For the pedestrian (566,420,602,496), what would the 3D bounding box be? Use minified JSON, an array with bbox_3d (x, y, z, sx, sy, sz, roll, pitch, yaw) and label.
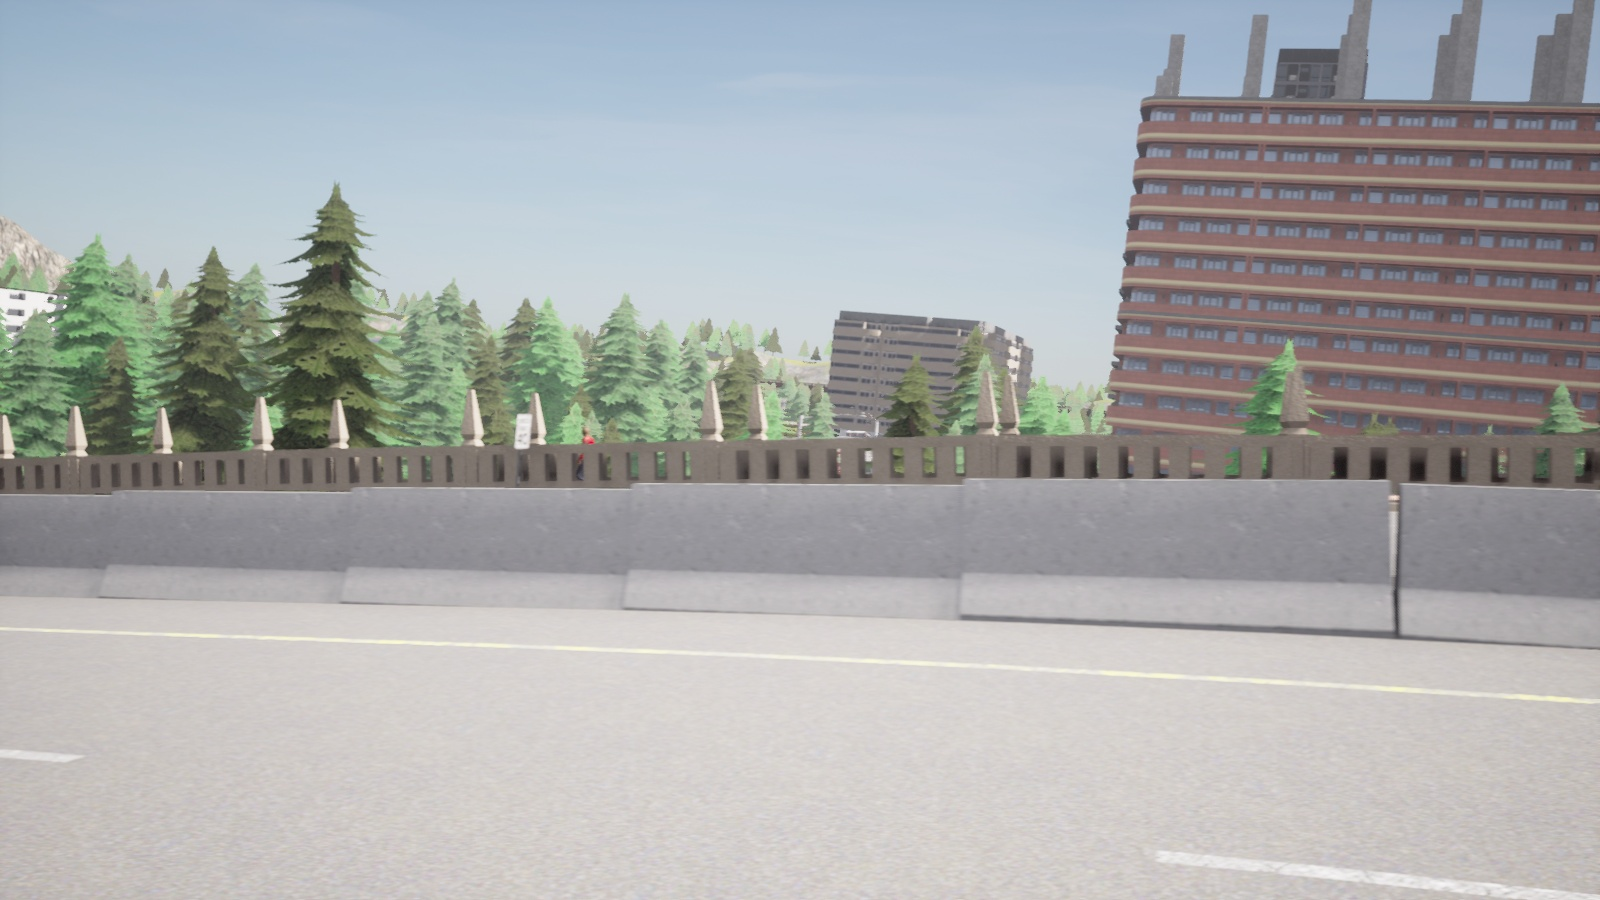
[{"bbox_3d":[-5.454,0.205,31.666,0.636,1.846,0.331,7,3,19],"label":"pedestrian"}]
